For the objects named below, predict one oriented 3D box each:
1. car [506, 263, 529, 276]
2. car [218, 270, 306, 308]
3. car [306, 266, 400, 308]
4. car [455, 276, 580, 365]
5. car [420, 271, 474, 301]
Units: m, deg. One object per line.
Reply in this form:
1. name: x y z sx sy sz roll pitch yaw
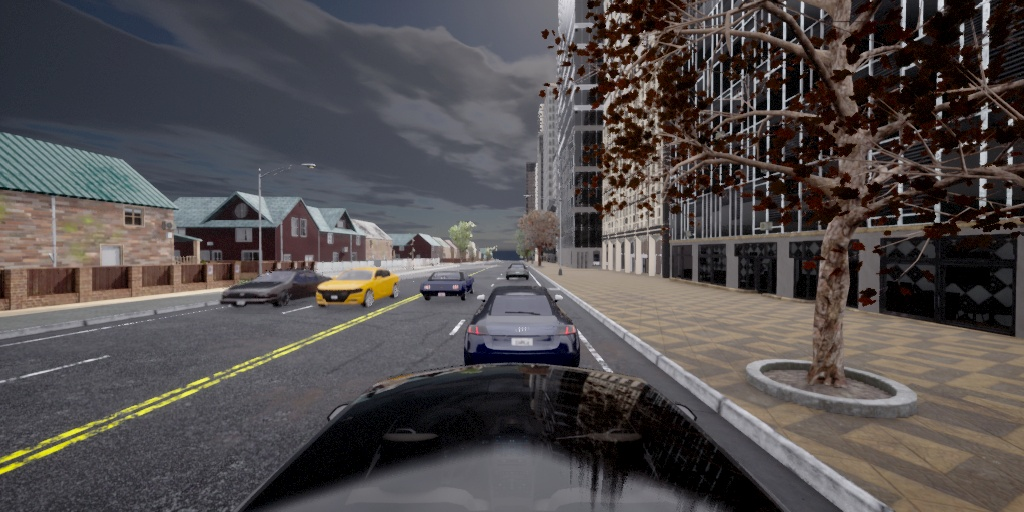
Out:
1. car: 0.478 1.337 31.713 1.994 1.385 4.181 0 0 1
2. car: -9.679 1.300 15.491 2.033 1.411 5.357 0 0 1
3. car: -6.418 1.230 15.484 1.882 1.535 5.008 0 0 1
4. car: 0.174 1.313 7.618 1.994 1.385 4.181 0 0 0
5. car: -2.955 1.355 17.436 1.895 1.301 4.718 0 0 1
